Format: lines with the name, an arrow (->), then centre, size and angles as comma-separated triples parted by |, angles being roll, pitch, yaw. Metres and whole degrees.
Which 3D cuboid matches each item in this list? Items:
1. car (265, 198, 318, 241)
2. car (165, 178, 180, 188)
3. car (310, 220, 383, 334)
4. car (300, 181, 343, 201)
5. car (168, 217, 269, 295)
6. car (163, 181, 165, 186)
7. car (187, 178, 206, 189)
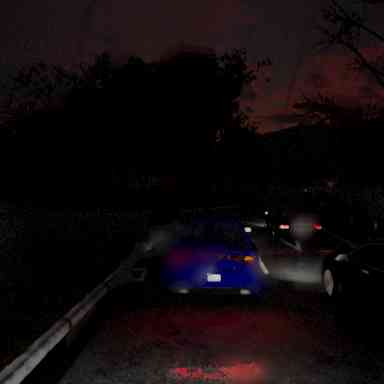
car -> 4.410, 1.283, 14.947 | 2.033, 1.411, 5.357 | 0, 2, 7
car -> -3.612, -1.926, 67.905 | 2.150, 2.045, 5.566 | -1, 3, -13
car -> 3.604, 1.470, 5.183 | 1.837, 1.490, 4.892 | 0, 1, 2
car -> 14.436, -0.205, 37.015 | 5.566, 2.045, 2.150 | -2, 3, -33
car -> 0.554, 1.380, 8.594 | 1.882, 1.535, 5.008 | 0, 1, 3
car -> -6.307, -2.181, 83.864 | 2.128, 1.511, 4.902 | 0, 2, -4
car -> 0.922, -1.663, 62.698 | 2.150, 2.045, 5.566 | -2, 4, -23
